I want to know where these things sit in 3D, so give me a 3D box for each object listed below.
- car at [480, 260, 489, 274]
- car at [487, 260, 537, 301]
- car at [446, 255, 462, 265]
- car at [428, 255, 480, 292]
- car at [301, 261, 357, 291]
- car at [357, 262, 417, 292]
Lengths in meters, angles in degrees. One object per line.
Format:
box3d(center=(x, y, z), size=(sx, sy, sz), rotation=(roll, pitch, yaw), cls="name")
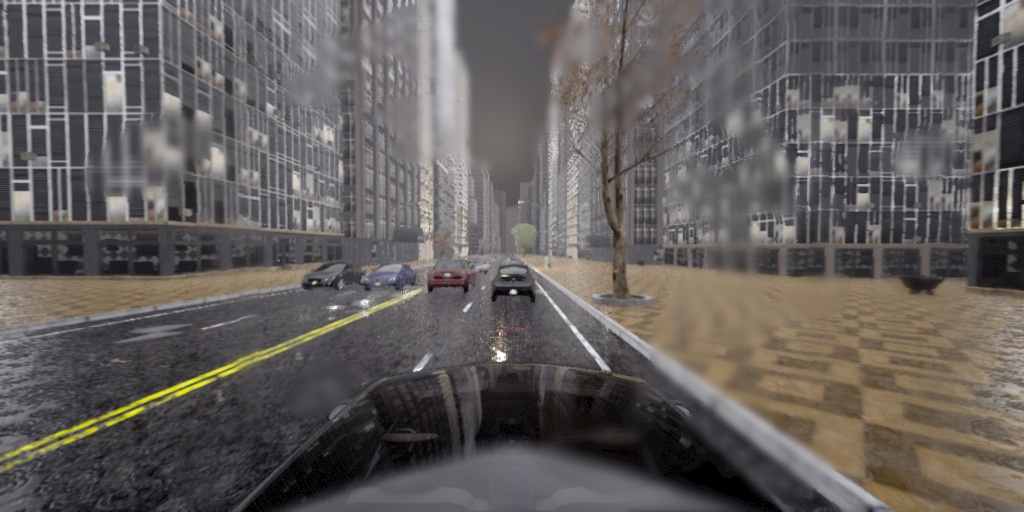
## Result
box3d(center=(-3.162, 1.011, 34.794), size=(1.895, 1.301, 4.718), rotation=(0, 1, 0), cls="car")
box3d(center=(0.070, 1.106, 16.258), size=(1.837, 1.490, 4.892), rotation=(0, 1, 0), cls="car")
box3d(center=(-9.787, 0.660, 60.978), size=(1.837, 1.490, 4.892), rotation=(0, 1, 1), cls="car")
box3d(center=(-3.162, 0.916, 19.749), size=(2.097, 1.767, 4.553), rotation=(0, 1, 0), cls="car")
box3d(center=(-9.850, 1.065, 20.289), size=(1.837, 1.490, 4.892), rotation=(0, 1, 0), cls="car")
box3d(center=(-6.599, 1.089, 19.947), size=(1.812, 1.442, 4.674), rotation=(0, 1, 0), cls="car")
